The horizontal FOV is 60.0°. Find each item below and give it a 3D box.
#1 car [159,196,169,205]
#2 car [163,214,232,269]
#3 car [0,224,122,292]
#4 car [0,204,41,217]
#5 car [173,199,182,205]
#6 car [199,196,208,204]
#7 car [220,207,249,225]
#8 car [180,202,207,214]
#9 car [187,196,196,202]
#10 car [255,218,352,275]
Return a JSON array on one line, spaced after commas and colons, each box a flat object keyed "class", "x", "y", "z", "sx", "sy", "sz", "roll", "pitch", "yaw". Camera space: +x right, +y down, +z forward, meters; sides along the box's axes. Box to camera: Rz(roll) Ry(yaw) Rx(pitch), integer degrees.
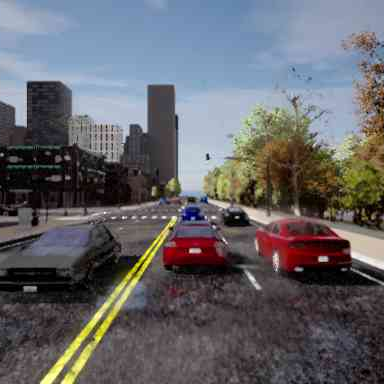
[{"class": "car", "x": -6.576, "y": 2.068, "z": 78.784, "sx": 2.150, "sy": 2.045, "sz": 5.566, "roll": 0, "pitch": -1, "yaw": 0}, {"class": "car", "x": 0.090, "y": 1.691, "z": 11.621, "sx": 1.994, "sy": 1.385, "sz": 4.181, "roll": 0, "pitch": -1, "yaw": 0}, {"class": "car", "x": -3.357, "y": 1.653, "z": 9.574, "sx": 2.033, "sy": 1.411, "sz": 5.357, "roll": 0, "pitch": -1, "yaw": 0}, {"class": "car", "x": -19.991, "y": 2.243, "z": 38.836, "sx": 4.313, "sy": 1.339, "sz": 1.947, "roll": -1, "pitch": 1, "yaw": 0}, {"class": "car", "x": -3.326, "y": 2.320, "z": 78.815, "sx": 1.882, "sy": 1.535, "sz": 5.008, "roll": 0, "pitch": -1, "yaw": 0}, {"class": "car", "x": 3.160, "y": 2.166, "z": 89.329, "sx": 2.150, "sy": 2.045, "sz": 5.566, "roll": 0, "pitch": -1, "yaw": 0}, {"class": "car", "x": 3.326, "y": 1.849, "z": 26.523, "sx": 1.994, "sy": 1.385, "sz": 4.181, "roll": 0, "pitch": -1, "yaw": 0}, {"class": "car", "x": 0.066, "y": 1.817, "z": 26.937, "sx": 1.812, "sy": 1.442, "sz": 4.674, "roll": 0, "pitch": -1, "yaw": 0}, {"class": "car", "x": -0.090, "y": 2.168, "z": 89.325, "sx": 2.150, "sy": 2.045, "sz": 5.566, "roll": 0, "pitch": -1, "yaw": 0}, {"class": "car", "x": 3.333, "y": 1.596, "z": 10.914, "sx": 1.882, "sy": 1.535, "sz": 5.008, "roll": 0, "pitch": -1, "yaw": 0}]
